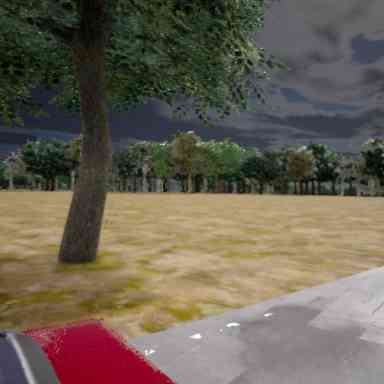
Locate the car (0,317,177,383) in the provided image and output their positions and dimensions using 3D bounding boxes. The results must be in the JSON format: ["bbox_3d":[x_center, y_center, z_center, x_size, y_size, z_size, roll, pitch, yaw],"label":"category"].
[{"bbox_3d":[-2.382,1.605,1.707,4.718,1.301,1.895,0,0,-36],"label":"car"}]
